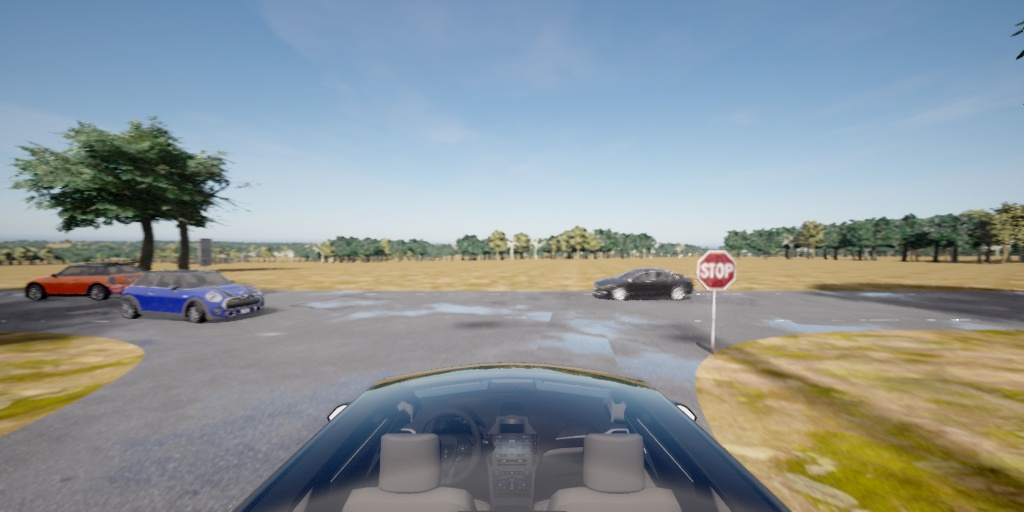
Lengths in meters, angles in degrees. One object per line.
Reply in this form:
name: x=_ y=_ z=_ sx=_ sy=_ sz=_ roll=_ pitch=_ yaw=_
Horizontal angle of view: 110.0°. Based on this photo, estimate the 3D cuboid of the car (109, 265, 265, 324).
car: x=-11.515 y=1.318 z=13.053 sx=4.553 sy=1.767 sz=2.097 roll=1 pitch=2 yaw=13

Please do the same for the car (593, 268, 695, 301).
car: x=6.566 y=1.383 z=18.040 sx=4.892 sy=1.490 sz=1.837 roll=-1 pitch=3 yaw=-3

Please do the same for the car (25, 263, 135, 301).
car: x=-20.550 y=1.131 z=17.466 sx=4.553 sy=1.767 sz=2.097 roll=0 pitch=4 yaw=2
